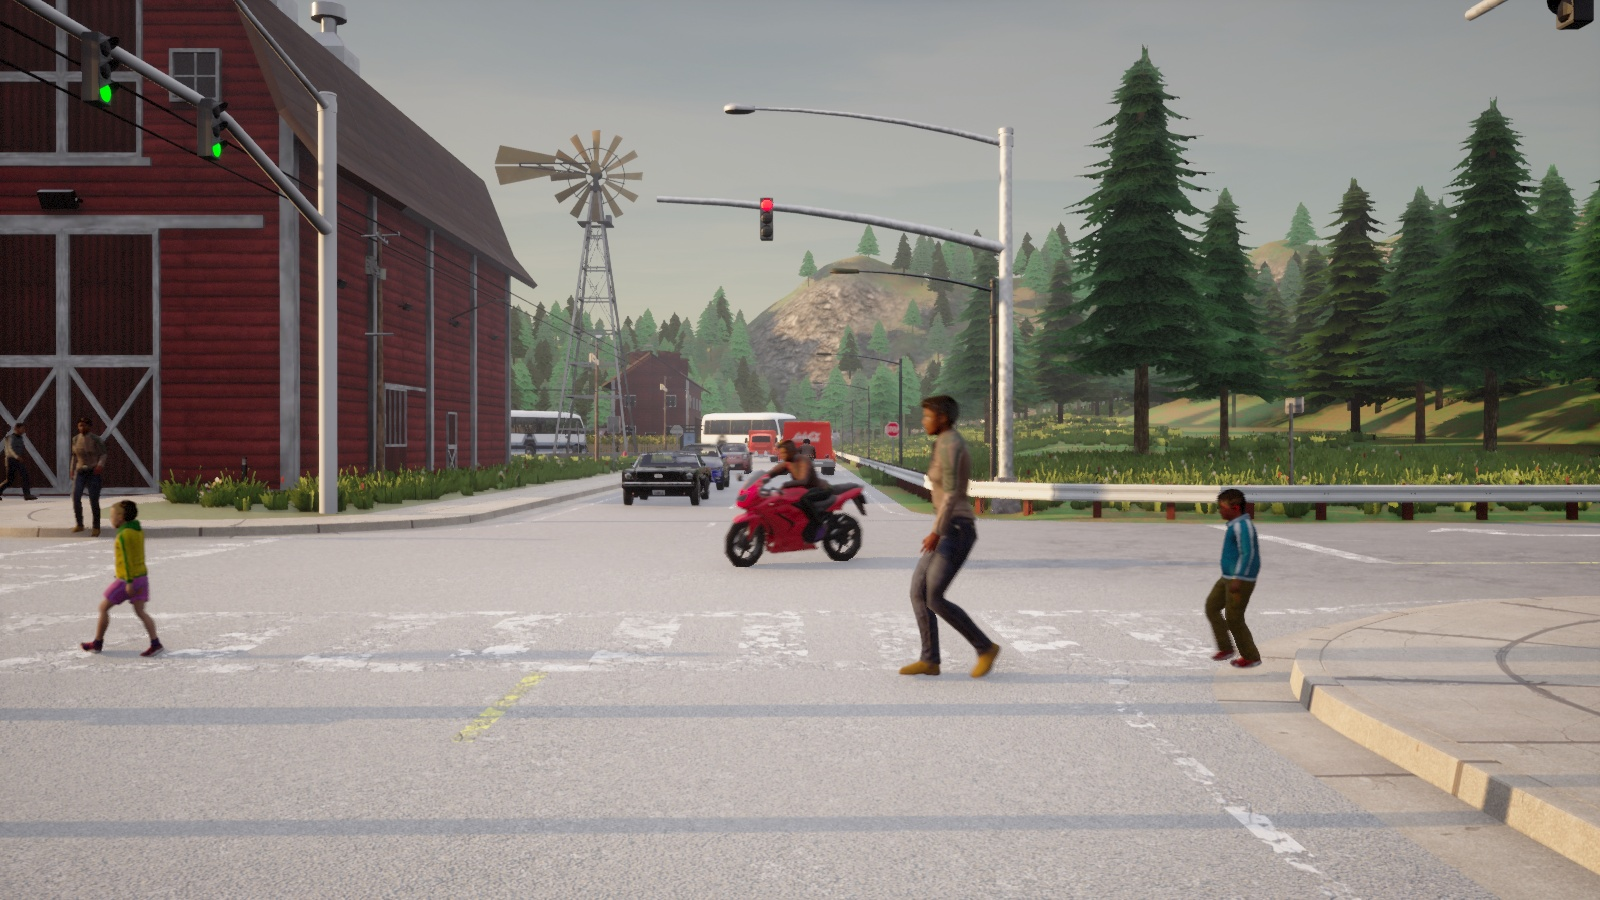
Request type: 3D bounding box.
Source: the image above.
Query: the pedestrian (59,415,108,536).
[{"bbox_3d":[-10.885,0.375,19.093,0.328,1.805,0.869,0,0,-6],"label":"pedestrian"}]

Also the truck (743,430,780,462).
[{"bbox_3d":[-2.946,-0.282,97.651,2.627,2.467,5.204,0,0,0],"label":"truck"}]

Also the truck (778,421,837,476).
[{"bbox_3d":[0.337,-0.072,58.250,2.627,2.467,5.204,0,0,0],"label":"truck"}]

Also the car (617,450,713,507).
[{"bbox_3d":[-3.310,0.665,31.709,1.895,1.301,4.718,0,0,0],"label":"car"}]

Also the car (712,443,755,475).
[{"bbox_3d":[-3.151,0.419,60.001,1.845,1.501,3.633,0,0,0],"label":"car"}]

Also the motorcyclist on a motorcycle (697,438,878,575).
[{"bbox_3d":[-0.133,0.634,15.114,2.044,1.523,0.797,0,3,-33],"label":"motorcyclist on a motorcycle"}]

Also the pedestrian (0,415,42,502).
[{"bbox_3d":[-17.702,0.187,28.442,0.788,1.949,0.423,0,0,0],"label":"pedestrian"}]

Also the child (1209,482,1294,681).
[{"bbox_3d":[2.812,0.805,7.840,0.448,1.192,0.343,0,0,10],"label":"child"}]

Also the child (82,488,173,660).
[{"bbox_3d":[-4.664,0.853,8.719,0.473,1.160,0.299,0,0,4],"label":"child"}]

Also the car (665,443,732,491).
[{"bbox_3d":[-3.259,0.526,40.978,1.816,1.474,4.193,0,0,0],"label":"car"}]

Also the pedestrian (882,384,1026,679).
[{"bbox_3d":[0.958,0.498,7.876,0.869,1.805,0.328,0,0,2],"label":"pedestrian"}]
